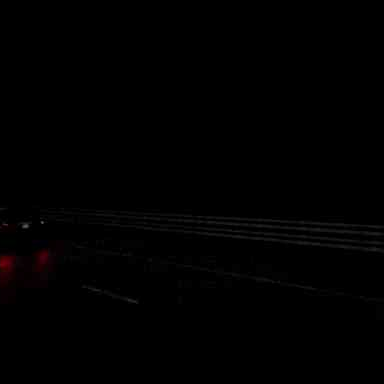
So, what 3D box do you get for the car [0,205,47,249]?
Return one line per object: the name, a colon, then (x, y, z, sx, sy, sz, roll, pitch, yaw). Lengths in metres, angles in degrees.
car: (-8.678, 1.469, 15.375, 4.553, 1.767, 2.097, 0, -1, 39)
